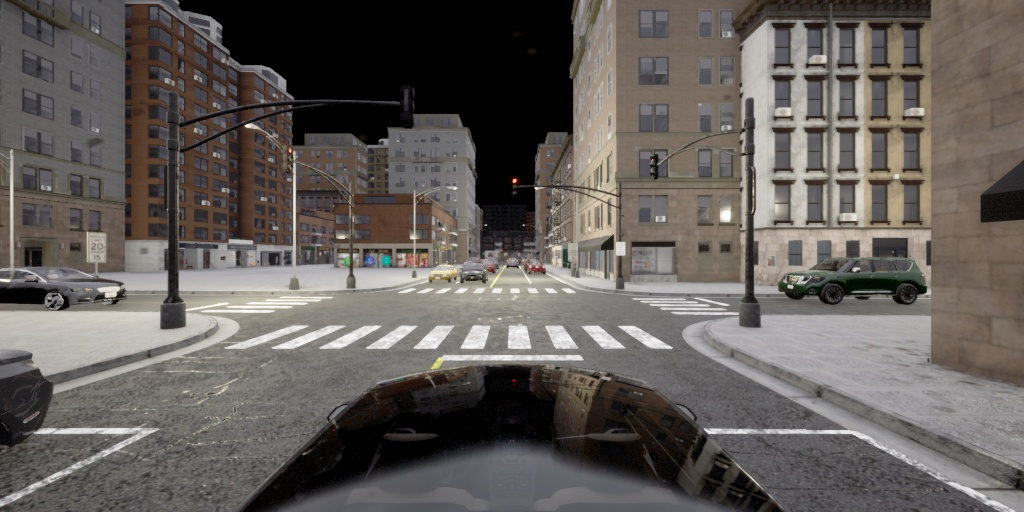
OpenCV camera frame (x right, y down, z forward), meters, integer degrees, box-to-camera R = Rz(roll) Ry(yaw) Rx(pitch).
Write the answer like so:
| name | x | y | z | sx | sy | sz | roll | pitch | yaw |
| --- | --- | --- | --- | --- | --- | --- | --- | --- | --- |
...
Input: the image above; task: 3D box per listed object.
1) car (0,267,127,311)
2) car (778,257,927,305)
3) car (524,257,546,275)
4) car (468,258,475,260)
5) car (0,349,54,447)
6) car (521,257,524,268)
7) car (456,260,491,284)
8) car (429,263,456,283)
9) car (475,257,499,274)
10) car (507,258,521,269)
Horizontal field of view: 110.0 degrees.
| name | x | y | z | sx | sy | sz | roll | pitch | yaw |
| --- | --- | --- | --- | --- | --- | --- | --- | --- | --- |
| car | -17.277 | 1.162 | 13.323 | 4.902 | 1.511 | 2.128 | 0 | 0 | 2 |
| car | 15.351 | 1.056 | 16.302 | 5.566 | 2.045 | 2.150 | 0 | 0 | -2 |
| car | 2.656 | 1.191 | 39.818 | 1.967 | 1.591 | 4.097 | 0 | 0 | 0 |
| car | -5.366 | 1.302 | 45.485 | 2.007 | 1.370 | 4.403 | 0 | 0 | 0 |
| car | -5.388 | 1.300 | 1.653 | 2.007 | 1.370 | 4.403 | 0 | 0 | 0 |
| car | 2.659 | 1.066 | 45.480 | 2.192 | 1.841 | 5.009 | 0 | 0 | 0 |
| car | -2.815 | 1.255 | 27.230 | 1.837 | 1.490 | 4.892 | 0 | 0 | -1 |
| car | -5.375 | 1.276 | 28.329 | 1.751 | 1.417 | 4.829 | 0 | 0 | 0 |
| car | -2.830 | 1.229 | 40.597 | 1.882 | 1.535 | 5.008 | 0 | 0 | 0 |
| car | 0.121 | 1.317 | 58.549 | 1.994 | 1.385 | 4.181 | 0 | 0 | 1 |
